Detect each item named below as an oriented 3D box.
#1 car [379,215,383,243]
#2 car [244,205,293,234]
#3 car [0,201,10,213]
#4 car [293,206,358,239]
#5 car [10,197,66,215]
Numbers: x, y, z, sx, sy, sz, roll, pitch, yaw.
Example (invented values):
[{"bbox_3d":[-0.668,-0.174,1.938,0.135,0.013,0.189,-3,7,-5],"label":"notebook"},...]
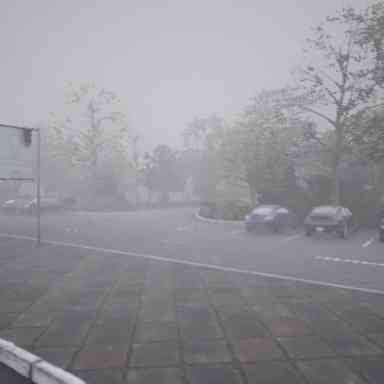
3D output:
[{"bbox_3d":[9.970,1.452,15.439,2.097,1.535,5.008,0,0,36],"label":"car"},{"bbox_3d":[4.638,1.492,19.241,2.002,1.452,4.674,0,0,36],"label":"car"},{"bbox_3d":[-17.760,1.496,35.207,2.002,1.452,4.674,0,0,35],"label":"car"},{"bbox_3d":[7.301,1.453,17.333,2.231,1.521,4.892,0,0,36],"label":"car"},{"bbox_3d":[-15.139,1.329,33.423,2.185,1.767,4.553,0,0,35],"label":"car"}]
